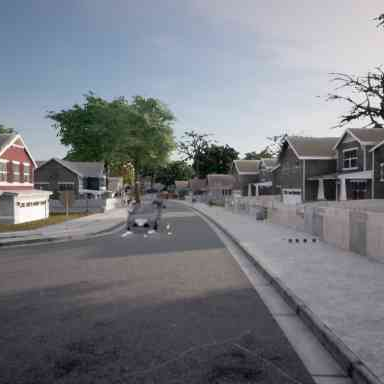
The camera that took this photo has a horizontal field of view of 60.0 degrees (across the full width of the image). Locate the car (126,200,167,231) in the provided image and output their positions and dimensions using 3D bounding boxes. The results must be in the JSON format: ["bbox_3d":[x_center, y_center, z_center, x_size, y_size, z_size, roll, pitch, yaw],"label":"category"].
[{"bbox_3d":[-2.921,1.514,20.874,2.128,1.511,4.902,0,0,-2],"label":"car"}]
